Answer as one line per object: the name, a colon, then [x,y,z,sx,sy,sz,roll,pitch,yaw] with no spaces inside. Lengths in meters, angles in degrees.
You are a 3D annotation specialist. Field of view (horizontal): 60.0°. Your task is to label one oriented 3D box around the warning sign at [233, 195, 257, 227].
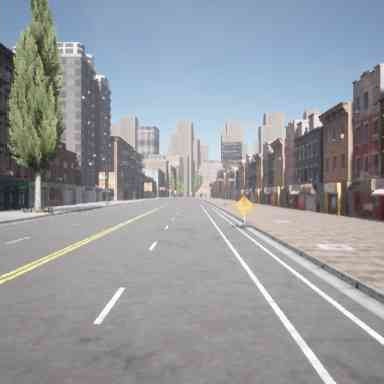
warning sign: [3.220,1.149,20.447,1.300,1.860,1.060,0,0,0]
